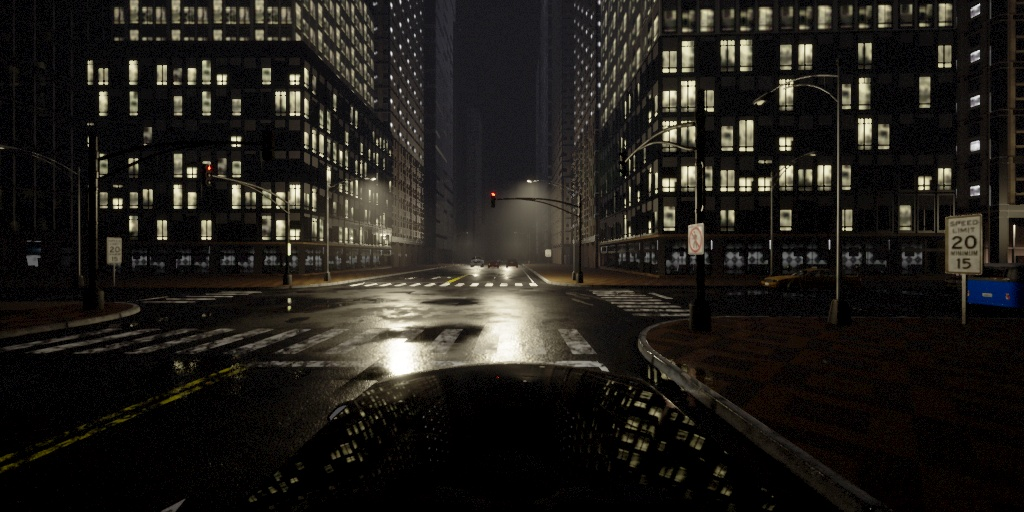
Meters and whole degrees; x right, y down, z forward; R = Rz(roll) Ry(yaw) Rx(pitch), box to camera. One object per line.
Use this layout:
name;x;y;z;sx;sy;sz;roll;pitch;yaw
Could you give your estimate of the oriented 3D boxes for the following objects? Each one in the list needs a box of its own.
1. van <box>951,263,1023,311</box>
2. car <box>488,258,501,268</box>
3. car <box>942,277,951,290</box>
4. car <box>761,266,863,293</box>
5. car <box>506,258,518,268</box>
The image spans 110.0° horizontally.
van;18.361;1.119;12.390;3.998;1.789;1.690;0;0;2
car;-3.237;1.459;63.180;1.895;1.301;4.718;0;0;0
car;26.926;1.356;20.075;4.207;1.307;1.802;0;0;2
car;17.092;1.293;20.562;4.829;1.417;1.751;0;0;2
car;0.014;1.212;63.536;2.097;1.767;4.553;0;0;0
